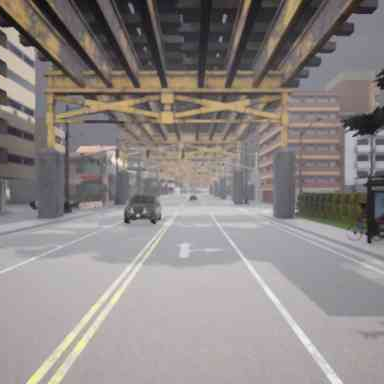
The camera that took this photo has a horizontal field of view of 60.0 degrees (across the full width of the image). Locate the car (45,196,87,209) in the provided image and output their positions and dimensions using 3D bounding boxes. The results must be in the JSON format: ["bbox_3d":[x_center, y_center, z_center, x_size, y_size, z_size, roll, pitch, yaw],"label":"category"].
[{"bbox_3d":[-16.579,1.360,43.926,4.974,1.542,2.038,0,0,-20],"label":"car"}]

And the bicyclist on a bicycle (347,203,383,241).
[{"bbox_3d":[7.440,1.288,14.212,1.656,1.620,0.582,0,0,0],"label":"bicyclist on a bicycle"}]

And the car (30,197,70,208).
[{"bbox_3d":[-16.970,1.209,39.791,4.536,1.218,1.853,0,0,25],"label":"car"}]

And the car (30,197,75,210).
[{"bbox_3d":[-16.923,1.367,39.769,4.974,1.542,2.038,0,0,25],"label":"car"}]

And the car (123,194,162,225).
[{"bbox_3d":[-3.462,1.179,24.295,2.150,2.045,5.566,0,0,1],"label":"car"}]

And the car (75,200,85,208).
[{"bbox_3d":[-16.628,1.203,43.908,4.536,1.218,1.853,0,0,-20],"label":"car"}]

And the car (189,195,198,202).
[{"bbox_3d":[0.318,1.364,75.328,1.837,1.490,4.892,0,0,0],"label":"car"}]
